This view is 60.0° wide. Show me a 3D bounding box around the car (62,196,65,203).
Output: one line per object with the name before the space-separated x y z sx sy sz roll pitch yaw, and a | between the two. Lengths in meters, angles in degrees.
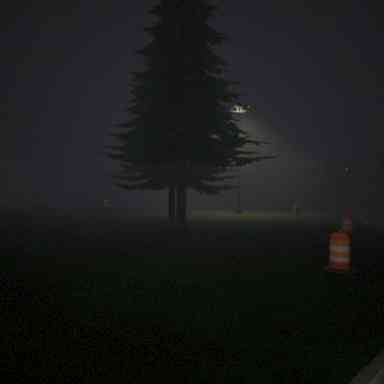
car | -27.448 1.561 70.325 5.357 1.411 2.033 0 0 31

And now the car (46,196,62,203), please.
car | -29.225 1.490 67.311 4.892 1.490 1.837 0 0 31

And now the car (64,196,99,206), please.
car | -19.057 1.672 57.270 4.902 1.511 2.128 0 0 31

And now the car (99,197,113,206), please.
car | -17.278 1.703 60.284 4.902 1.511 2.128 0 0 31

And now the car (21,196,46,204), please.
car | -31.003 1.459 64.296 4.892 1.490 1.837 0 0 31

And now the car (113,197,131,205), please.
car | -14.650 1.792 62.786 5.357 1.411 2.033 0 0 31

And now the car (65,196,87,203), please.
car | -25.670 1.552 73.340 4.892 1.490 1.837 0 0 31
